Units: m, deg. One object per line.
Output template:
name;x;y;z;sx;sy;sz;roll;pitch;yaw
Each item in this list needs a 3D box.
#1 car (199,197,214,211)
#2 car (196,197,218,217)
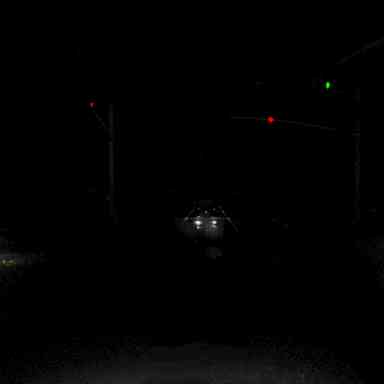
car;1.842;1.470;41.973;1.837;1.490;4.892;0;0;3
car;1.353;1.491;31.549;1.812;1.442;4.674;0;0;3
